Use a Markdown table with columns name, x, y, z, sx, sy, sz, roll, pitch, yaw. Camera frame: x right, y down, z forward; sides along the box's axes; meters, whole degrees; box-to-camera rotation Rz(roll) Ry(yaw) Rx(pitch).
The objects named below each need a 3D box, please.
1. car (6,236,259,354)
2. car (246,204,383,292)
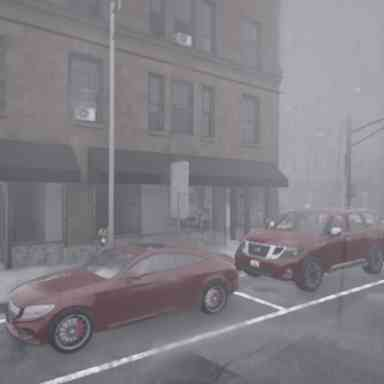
| name | x | y | z | sx | sy | sz | roll | pitch | yaw |
| --- | --- | --- | --- | --- | --- | --- | --- | --- | --- |
| car | -0.977 | 1.601 | 6.067 | 4.206 | 1.307 | 1.802 | 1 | 0 | -35 |
| car | 3.524 | 1.375 | 9.272 | 5.009 | 1.841 | 2.192 | 1 | 0 | -35 |
